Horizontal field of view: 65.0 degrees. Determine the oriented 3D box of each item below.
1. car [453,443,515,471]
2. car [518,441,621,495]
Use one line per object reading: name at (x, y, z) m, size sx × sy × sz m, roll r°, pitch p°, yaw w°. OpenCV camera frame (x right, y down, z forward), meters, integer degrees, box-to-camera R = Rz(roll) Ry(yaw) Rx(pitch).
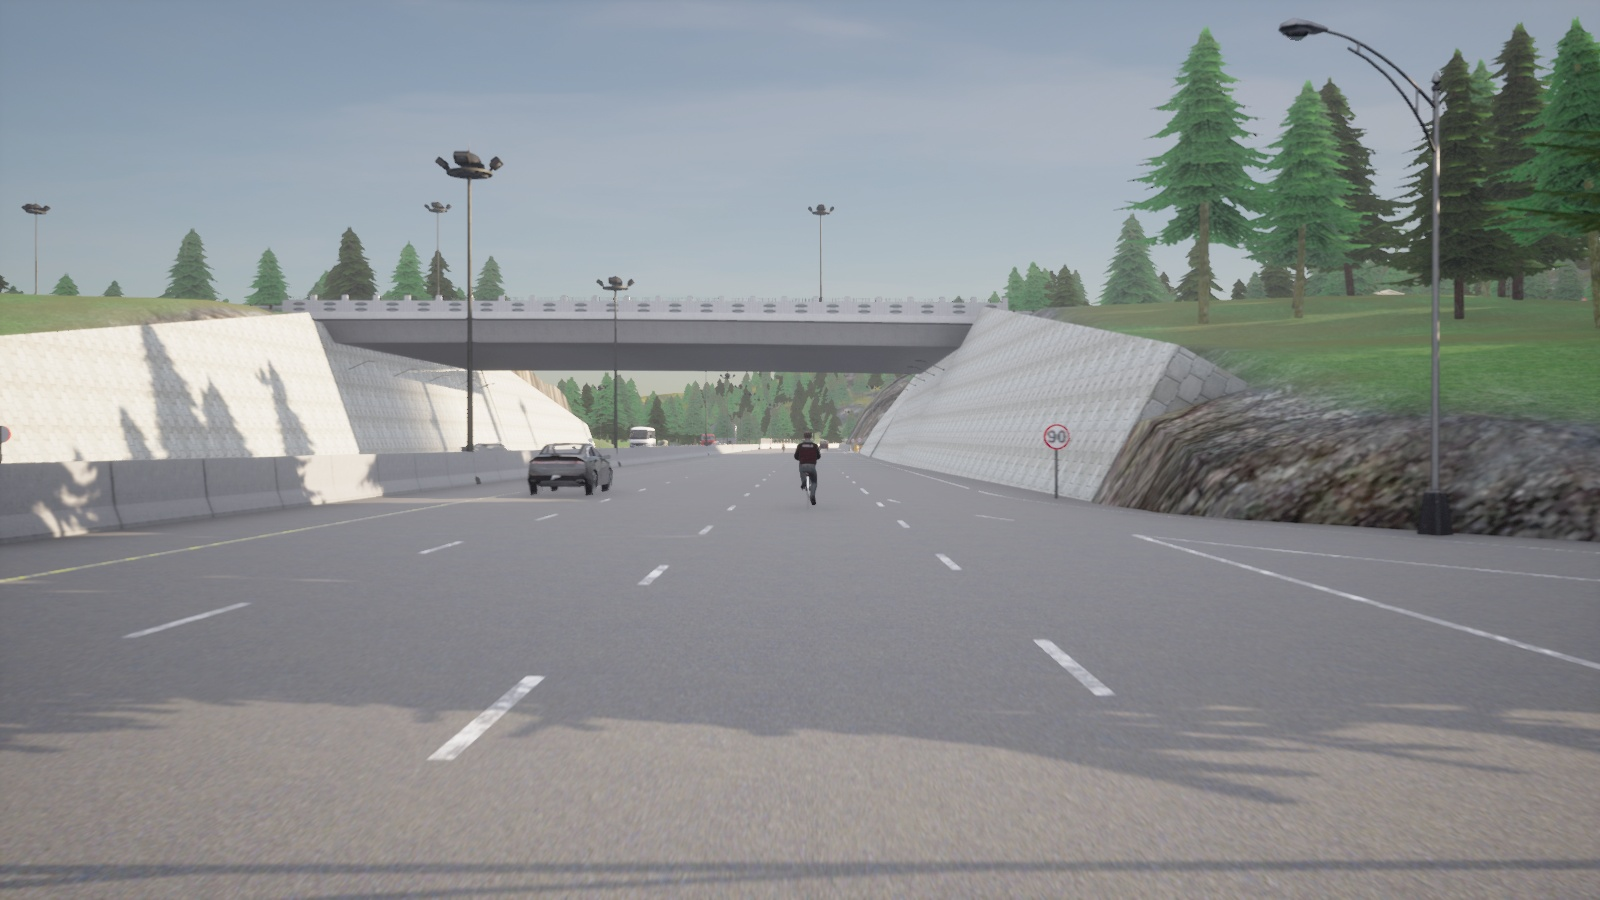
car at (-17.097, 0.348, 68.229) m, size 2.163 × 1.488 × 4.792 m, roll 0°, pitch 0°, yaw 0°
car at (-6.772, 0.487, 37.404) m, size 2.128 × 1.511 × 4.902 m, roll 0°, pitch 0°, yaw 0°
